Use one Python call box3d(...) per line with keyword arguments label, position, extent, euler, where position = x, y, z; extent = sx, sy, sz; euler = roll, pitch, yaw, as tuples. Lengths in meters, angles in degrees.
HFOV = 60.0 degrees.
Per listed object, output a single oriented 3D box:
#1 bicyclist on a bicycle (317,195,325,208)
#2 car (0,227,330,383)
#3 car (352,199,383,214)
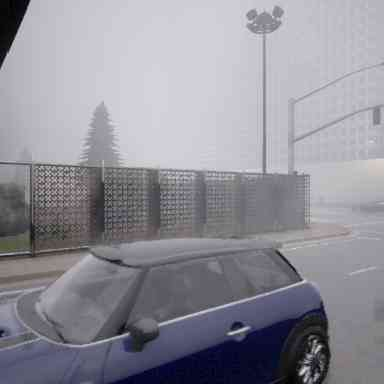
box3d(label="bicyclist on a bicycle", position=(16.614, 1.245, 42.838), extent=(1.656, 1.620, 0.582), euler=(0, 0, -35))
box3d(label="car", position=(-0.579, 1.352, 3.581), extent=(4.553, 1.767, 2.097), euler=(0, 0, -36))
box3d(label="car", position=(18.235, 1.435, 32.441), extent=(2.128, 1.511, 4.902), euler=(0, 0, -39))
